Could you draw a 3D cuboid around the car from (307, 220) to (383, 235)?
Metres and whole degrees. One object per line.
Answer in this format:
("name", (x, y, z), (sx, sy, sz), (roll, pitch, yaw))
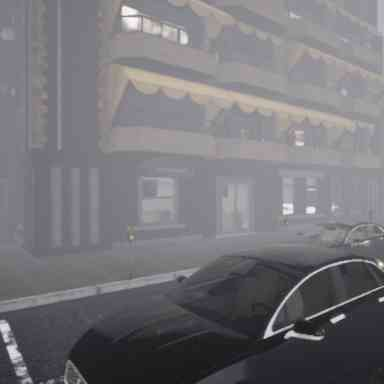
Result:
("car", (4.250, 1.513, 9.592), (4.403, 1.369, 2.008), (0, 0, -36))

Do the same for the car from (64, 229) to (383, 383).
("car", (1.016, 1.493, 4.102), (4.892, 1.490, 1.837), (0, 0, -35))
